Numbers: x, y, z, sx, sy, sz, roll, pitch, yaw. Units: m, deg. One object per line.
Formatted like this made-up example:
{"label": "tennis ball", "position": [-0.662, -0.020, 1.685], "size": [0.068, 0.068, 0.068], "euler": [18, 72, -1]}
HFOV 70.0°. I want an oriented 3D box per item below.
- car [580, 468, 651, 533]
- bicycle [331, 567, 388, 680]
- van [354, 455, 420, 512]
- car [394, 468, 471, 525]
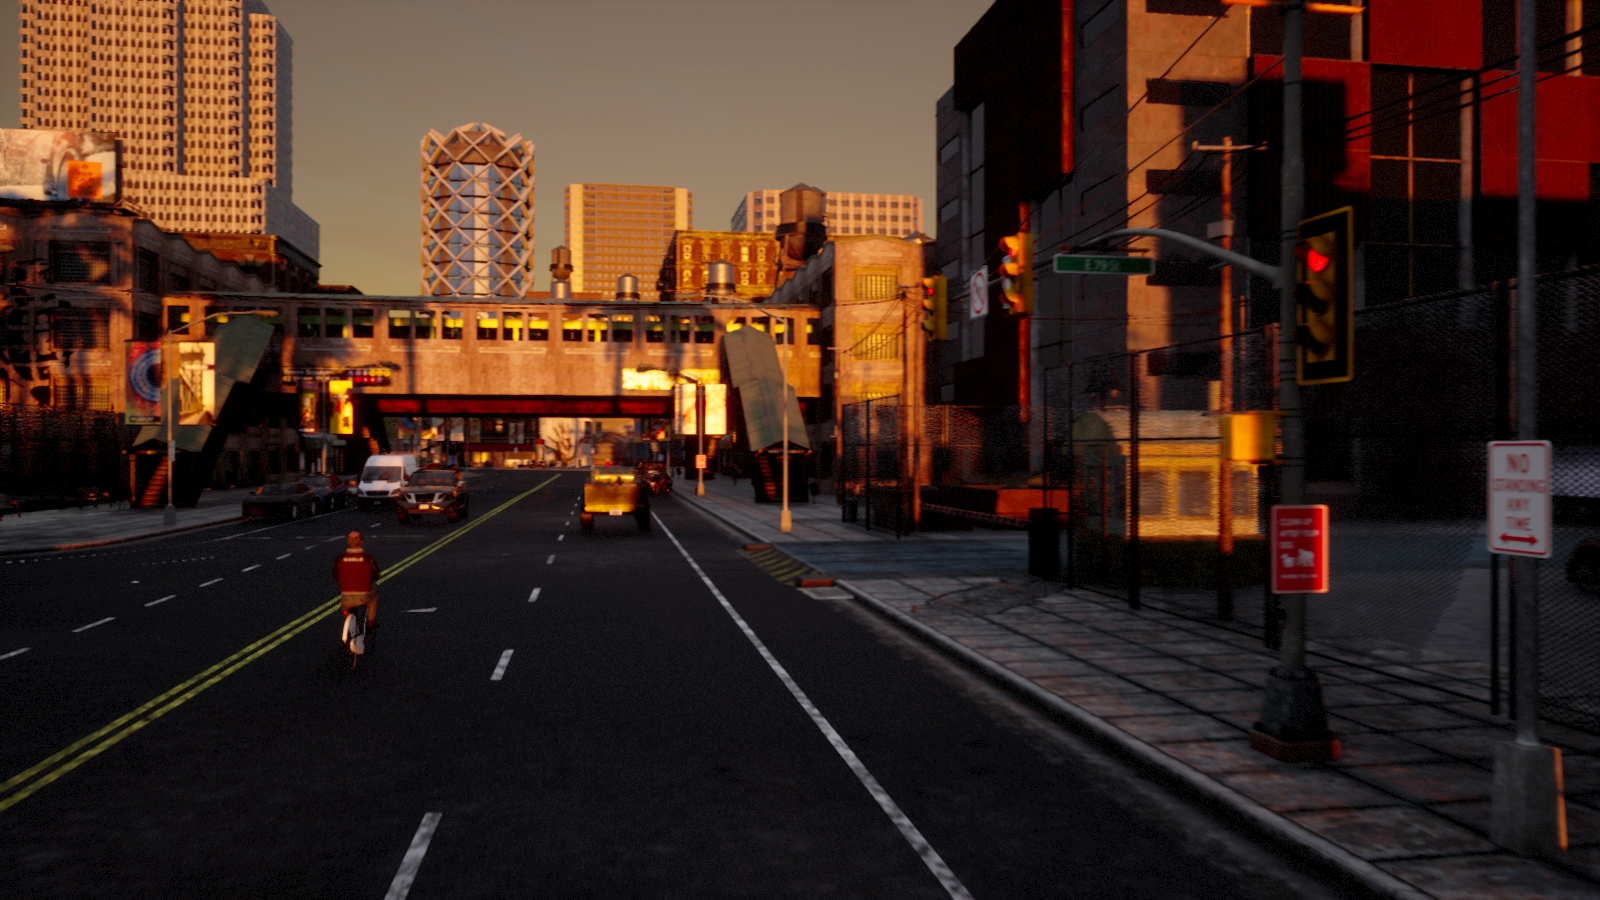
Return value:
{"label": "car", "position": [-6.798, 1.751, 41.922], "size": [2.390, 2.098, 6.274], "euler": [0, 0, -10]}
{"label": "bicycle", "position": [-5.705, 2.211, 14.847], "size": [0.329, 1.171, 1.835], "euler": [0, 0, -10]}
{"label": "van", "position": [-19.664, 1.536, 54.663], "size": [1.988, 2.561, 5.915], "euler": [0, 0, -10]}
{"label": "car", "position": [-14.517, 1.780, 45.473], "size": [2.150, 2.045, 5.566], "euler": [0, 0, -10]}
